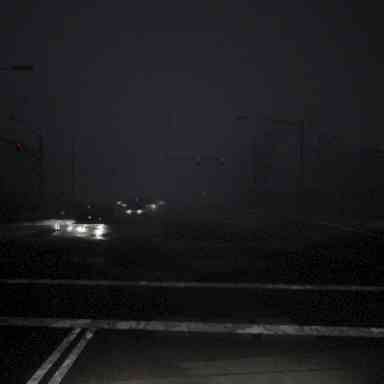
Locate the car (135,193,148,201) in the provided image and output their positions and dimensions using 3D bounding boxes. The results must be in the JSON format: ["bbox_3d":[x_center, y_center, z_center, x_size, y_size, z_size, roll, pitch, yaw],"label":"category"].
[{"bbox_3d":[-10.339,1.057,68.425,2.033,1.411,5.357,0,1,0],"label":"car"}]

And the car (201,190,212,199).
[{"bbox_3d":[3.685,0.875,77.567,1.994,1.385,4.181,0,1,0],"label":"car"}]

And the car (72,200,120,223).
[{"bbox_3d":[-7.044,1.540,24.854,1.994,1.385,4.181,0,0,0],"label":"car"}]

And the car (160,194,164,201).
[{"bbox_3d":[-6.837,1.103,68.848,1.895,1.301,4.718,0,1,0],"label":"car"}]

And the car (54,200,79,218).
[{"bbox_3d":[-10.530,1.459,29.538,2.128,1.511,4.902,0,0,0],"label":"car"}]

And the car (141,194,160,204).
[{"bbox_3d":[-6.944,1.325,55.950,1.895,1.301,4.718,0,1,1],"label":"car"}]

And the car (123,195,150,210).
[{"bbox_3d":[-6.974,1.437,42.189,2.033,1.411,5.357,0,1,0],"label":"car"}]

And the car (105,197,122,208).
[{"bbox_3d":[-10.481,1.368,43.545,2.128,1.511,4.902,0,1,0],"label":"car"}]

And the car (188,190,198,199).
[{"bbox_3d":[0.181,0.570,76.502,2.150,2.045,5.566,0,1,0],"label":"car"}]
